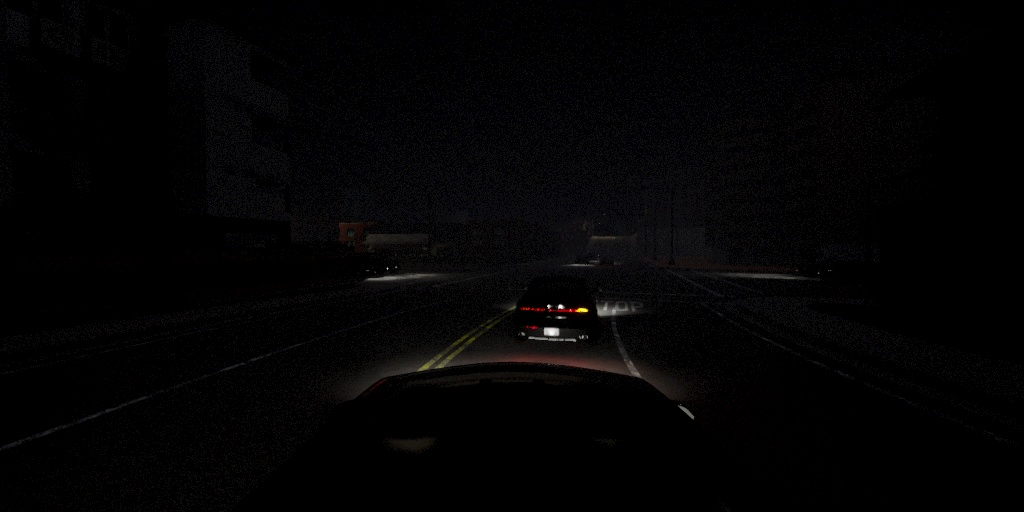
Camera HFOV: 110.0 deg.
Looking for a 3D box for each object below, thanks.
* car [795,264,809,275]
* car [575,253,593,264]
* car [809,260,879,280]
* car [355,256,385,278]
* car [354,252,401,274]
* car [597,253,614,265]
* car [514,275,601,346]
[{"bbox_3d":[28.913,1.119,32.687,4.902,1.511,2.128,1,2,16],"label":"car"},{"bbox_3d":[10.597,0.491,53.920,2.033,1.411,5.357,0,1,17],"label":"car"},{"bbox_3d":[28.012,1.203,29.306,4.902,1.511,2.128,1,2,16],"label":"car"},{"bbox_3d":[-13.609,1.034,30.379,4.892,1.490,1.837,1,2,18],"label":"car"},{"bbox_3d":[-13.322,0.667,33.954,5.566,2.045,2.150,0,1,18],"label":"car"},{"bbox_3d":[13.745,0.598,51.600,1.895,1.301,4.718,0,1,17],"label":"car"},{"bbox_3d":[1.301,1.248,9.558,1.837,1.490,4.892,0,1,12],"label":"car"}]
